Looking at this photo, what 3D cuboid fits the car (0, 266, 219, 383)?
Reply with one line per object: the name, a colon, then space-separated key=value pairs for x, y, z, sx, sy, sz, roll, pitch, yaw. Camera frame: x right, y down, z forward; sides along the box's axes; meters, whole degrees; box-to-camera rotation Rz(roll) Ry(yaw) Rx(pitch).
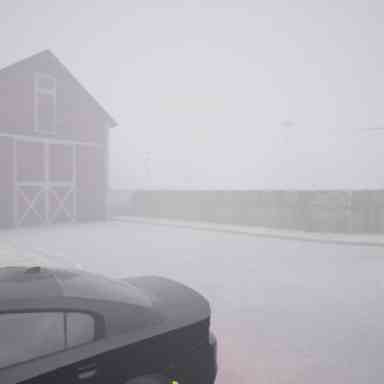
car: x=-2.119 y=1.450 z=2.563 sx=5.008 sy=1.535 sz=1.882 roll=-1 pitch=1 yaw=-33
